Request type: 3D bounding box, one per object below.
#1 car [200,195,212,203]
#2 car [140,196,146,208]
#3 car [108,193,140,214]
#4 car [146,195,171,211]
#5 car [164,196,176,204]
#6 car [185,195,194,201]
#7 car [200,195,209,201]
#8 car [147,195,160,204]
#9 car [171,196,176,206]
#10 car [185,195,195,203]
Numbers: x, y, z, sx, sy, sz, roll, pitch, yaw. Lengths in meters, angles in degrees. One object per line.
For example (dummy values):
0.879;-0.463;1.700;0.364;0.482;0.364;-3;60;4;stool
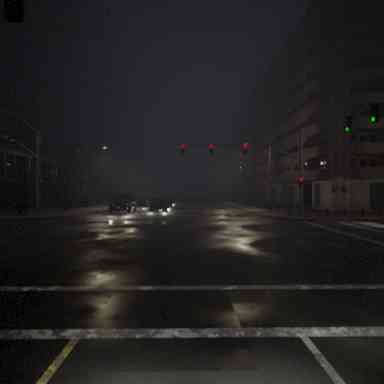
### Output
3.040;1.449;68.953;1.994;1.385;4.181;0;0;0;car
-7.402;1.398;47.848;1.882;1.535;5.008;0;1;0;car
-7.321;1.162;35.577;2.150;2.045;5.566;0;0;0;car
-3.843;1.413;39.133;1.882;1.535;5.008;0;0;0;car
-3.963;1.463;60.829;1.994;1.385;4.181;0;0;0;car
-0.528;1.417;78.842;1.994;1.385;4.181;0;0;0;car
2.972;1.460;78.897;1.895;1.301;4.718;0;0;0;car
-7.456;1.397;64.525;1.837;1.490;4.892;0;0;0;car
-3.907;1.410;48.679;2.128;1.511;4.902;0;0;0;car
-0.457;1.412;68.531;1.812;1.442;4.674;0;0;0;car
